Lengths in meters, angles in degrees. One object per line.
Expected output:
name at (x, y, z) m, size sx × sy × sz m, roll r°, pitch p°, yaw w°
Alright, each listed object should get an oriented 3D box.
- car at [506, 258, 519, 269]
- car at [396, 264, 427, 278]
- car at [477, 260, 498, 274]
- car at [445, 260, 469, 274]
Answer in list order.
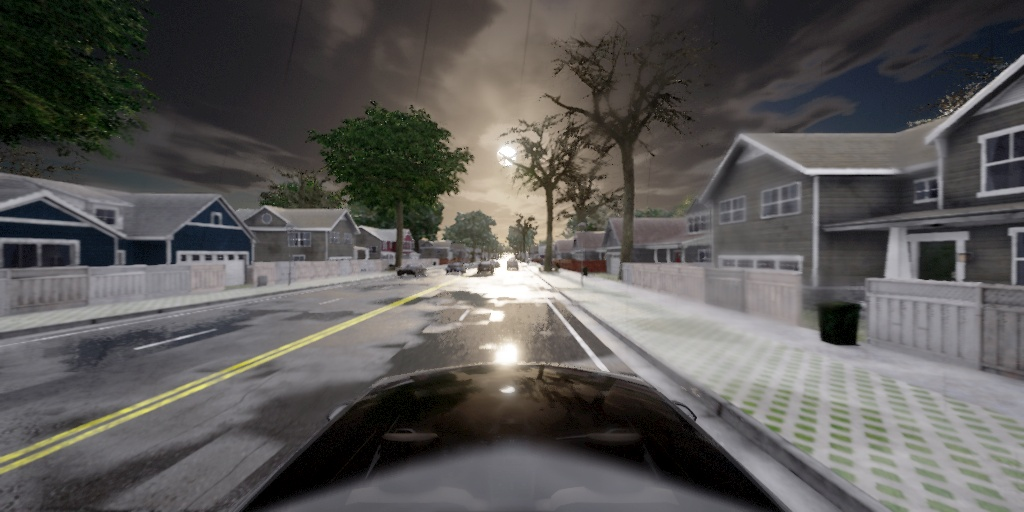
car at (0.093, 1.395, 59.963) m, size 2.128 × 1.511 × 4.902 m, roll 0°, pitch 0°, yaw 0°
car at (-9.845, 1.433, 35.363) m, size 1.895 × 1.301 × 4.718 m, roll 0°, pitch 0°, yaw 0°
car at (-3.154, 1.335, 44.297) m, size 1.882 × 1.535 × 5.008 m, roll 0°, pitch 0°, yaw 0°
car at (-6.586, 1.416, 42.250) m, size 1.994 × 1.385 × 4.181 m, roll 0°, pitch 0°, yaw 0°
